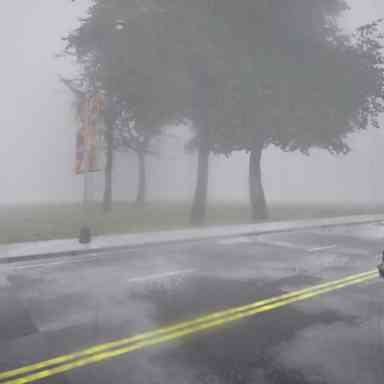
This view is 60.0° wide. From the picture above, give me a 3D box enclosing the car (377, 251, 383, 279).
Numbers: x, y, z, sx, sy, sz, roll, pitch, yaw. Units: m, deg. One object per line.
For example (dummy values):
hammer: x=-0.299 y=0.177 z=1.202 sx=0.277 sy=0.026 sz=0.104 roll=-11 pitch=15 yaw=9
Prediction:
car: x=6.756 y=1.533 z=8.332 sx=5.357 sy=1.411 sz=2.033 roll=0 pitch=0 yaw=-35
